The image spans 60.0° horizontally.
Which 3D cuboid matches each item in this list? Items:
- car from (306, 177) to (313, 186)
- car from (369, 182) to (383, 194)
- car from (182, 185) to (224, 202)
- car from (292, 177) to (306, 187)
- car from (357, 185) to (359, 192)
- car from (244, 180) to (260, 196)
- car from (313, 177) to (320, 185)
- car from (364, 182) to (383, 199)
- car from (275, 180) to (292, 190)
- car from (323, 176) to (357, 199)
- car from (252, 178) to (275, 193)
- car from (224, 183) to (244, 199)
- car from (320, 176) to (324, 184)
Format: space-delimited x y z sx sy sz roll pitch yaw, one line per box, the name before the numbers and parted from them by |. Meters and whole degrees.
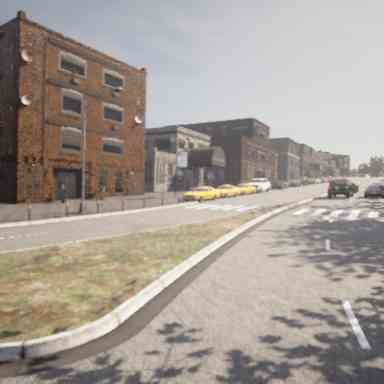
car | 23.739 -2.309 72.065 2.435 2.045 5.566 1 3 31
car | 25.255 -0.606 45.250 1.812 1.442 4.674 1 4 31
car | 0.990 0.135 33.918 1.946 1.575 5.366 1 3 31
car | 20.935 -1.786 67.367 2.231 1.521 4.892 1 3 31
car | 22.023 -0.642 46.294 1.837 1.490 4.892 1 4 31
car | 6.647 -0.412 43.392 1.946 1.575 5.366 1 3 31
car | 28.510 -2.522 80.189 2.231 1.521 4.892 1 3 31
car | 20.088 -0.066 36.562 1.994 1.385 4.181 1 3 31
car | 15.263 -1.211 57.857 2.163 1.488 4.792 1 3 31
car | 16.579 -0.394 37.041 2.150 2.045 5.566 1 3 32
car | 9.617 -0.946 48.362 2.435 2.045 5.566 1 3 31
car | 3.822 -0.140 38.651 1.946 1.575 5.366 1 3 31
car | 32.071 -2.864 86.057 1.946 1.575 5.366 1 3 31
